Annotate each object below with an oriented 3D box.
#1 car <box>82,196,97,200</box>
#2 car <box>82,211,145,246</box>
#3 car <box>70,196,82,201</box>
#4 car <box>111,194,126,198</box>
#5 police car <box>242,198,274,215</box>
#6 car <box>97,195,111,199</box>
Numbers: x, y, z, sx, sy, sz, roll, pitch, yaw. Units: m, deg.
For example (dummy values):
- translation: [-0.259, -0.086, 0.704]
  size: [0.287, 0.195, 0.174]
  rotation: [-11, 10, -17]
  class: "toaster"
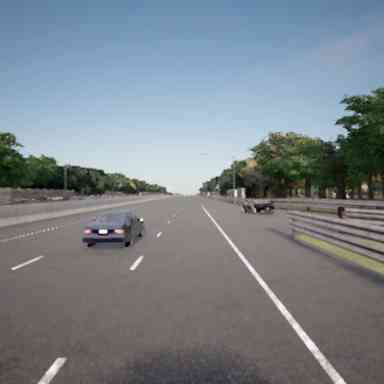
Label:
- translation: [-24.559, 1.724, 81.291]
  size: [1.882, 1.535, 5.008]
  rotation: [0, 0, 0]
  class: "car"
- translation: [-3.410, 1.574, 15.252]
  size: [2.033, 1.411, 5.357]
  rotation: [0, 0, 0]
  class: "car"
- translation: [-28.058, 1.745, 80.984]
  size: [1.837, 1.490, 4.892]
  rotation: [0, 0, 0]
  class: "car"
- translation: [-17.559, 1.471, 81.267]
  size: [2.150, 2.045, 5.566]
  rotation: [0, 0, 0]
  class: "car"
- translation: [6.841, 1.443, 35.349]
  size: [1.930, 1.638, 5.238]
  rotation: [-3, 0, -14]
  class: "police car"
- translation: [-21.059, 1.746, 81.294]
  size: [1.837, 1.490, 4.892]
  rotation: [0, 0, 0]
  class: "car"
